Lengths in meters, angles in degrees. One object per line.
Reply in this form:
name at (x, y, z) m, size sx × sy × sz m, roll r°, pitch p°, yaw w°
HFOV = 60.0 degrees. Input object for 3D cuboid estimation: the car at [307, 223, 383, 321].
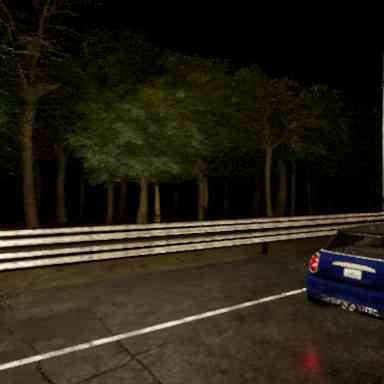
car at (4.486, 1.446, 6.945) m, size 4.553 × 1.767 × 2.097 m, roll 1°, pitch 0°, yaw -35°
